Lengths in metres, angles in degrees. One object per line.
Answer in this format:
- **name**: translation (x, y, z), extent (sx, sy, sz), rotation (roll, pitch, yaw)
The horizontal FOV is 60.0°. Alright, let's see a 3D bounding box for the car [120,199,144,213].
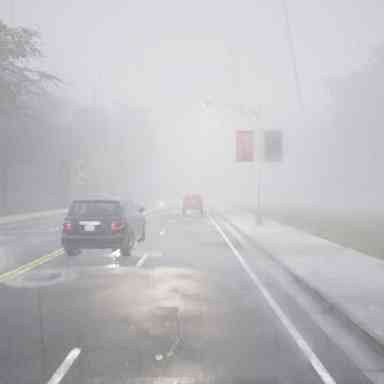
- **car**: translation (-6.603, 1.494, 37.278), extent (1.812, 1.442, 4.674), rotation (0, 0, 0)

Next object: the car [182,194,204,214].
- **car**: translation (0.086, 1.189, 35.722), extent (2.150, 2.045, 5.566), rotation (0, 0, 0)

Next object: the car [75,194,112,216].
- **car**: translation (-9.855, 1.188, 33.788), extent (2.150, 2.045, 5.566), rotation (0, 0, 0)

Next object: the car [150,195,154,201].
- **car**: translation (-9.779, 1.432, 75.384), extent (1.994, 1.385, 4.181), rotation (0, 0, 0)

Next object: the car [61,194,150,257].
- **car**: translation (-3.155, 1.195, 12.935), extent (2.150, 2.045, 5.566), rotation (0, 0, 0)

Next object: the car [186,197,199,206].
- **car**: translation (0.079, 1.550, 54.147), extent (1.994, 1.385, 4.181), rotation (0, 0, 0)
